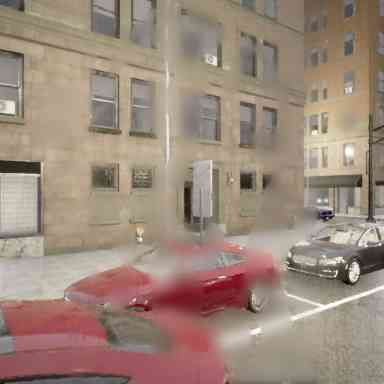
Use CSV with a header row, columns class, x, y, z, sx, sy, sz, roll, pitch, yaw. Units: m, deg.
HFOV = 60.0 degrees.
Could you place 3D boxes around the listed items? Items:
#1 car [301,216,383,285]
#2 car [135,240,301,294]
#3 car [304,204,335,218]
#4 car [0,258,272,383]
class,x,y,z,sx,sy,sz,roll,pitch,yaw
car,4.486,1.550,9.367,4.403,1.369,2.008,0,0,-35
car,-0.145,1.582,6.076,4.206,1.307,1.802,0,0,-35
car,8.261,1.516,25.181,1.895,1.301,4.718,0,0,-35
car,-1.760,1.526,1.827,4.674,1.442,1.812,0,0,-36
